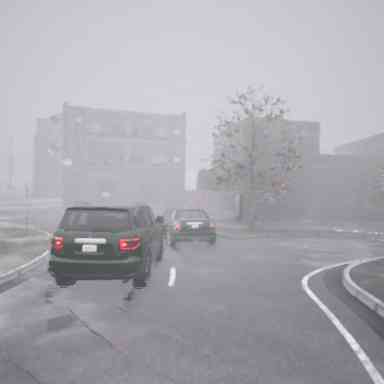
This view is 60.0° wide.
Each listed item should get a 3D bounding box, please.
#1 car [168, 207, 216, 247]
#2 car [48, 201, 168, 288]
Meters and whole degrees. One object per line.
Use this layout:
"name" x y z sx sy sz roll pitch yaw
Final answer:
"car" -0.553 1.474 16.011 2.097 1.767 4.553 1 0 -19
"car" -2.114 1.289 9.633 2.150 2.045 5.566 1 0 1
